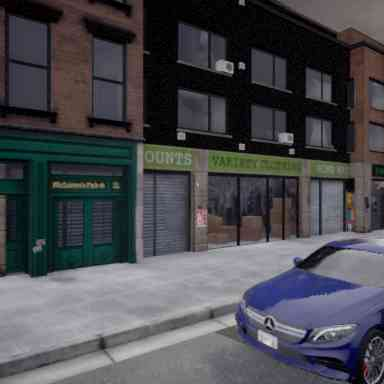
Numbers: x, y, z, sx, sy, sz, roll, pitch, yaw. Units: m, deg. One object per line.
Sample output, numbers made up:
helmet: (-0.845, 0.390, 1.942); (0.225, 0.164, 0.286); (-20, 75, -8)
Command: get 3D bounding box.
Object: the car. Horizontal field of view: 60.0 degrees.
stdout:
car: (2.810, 1.526, 5.380); (4.674, 1.442, 1.812); (0, 0, -35)
